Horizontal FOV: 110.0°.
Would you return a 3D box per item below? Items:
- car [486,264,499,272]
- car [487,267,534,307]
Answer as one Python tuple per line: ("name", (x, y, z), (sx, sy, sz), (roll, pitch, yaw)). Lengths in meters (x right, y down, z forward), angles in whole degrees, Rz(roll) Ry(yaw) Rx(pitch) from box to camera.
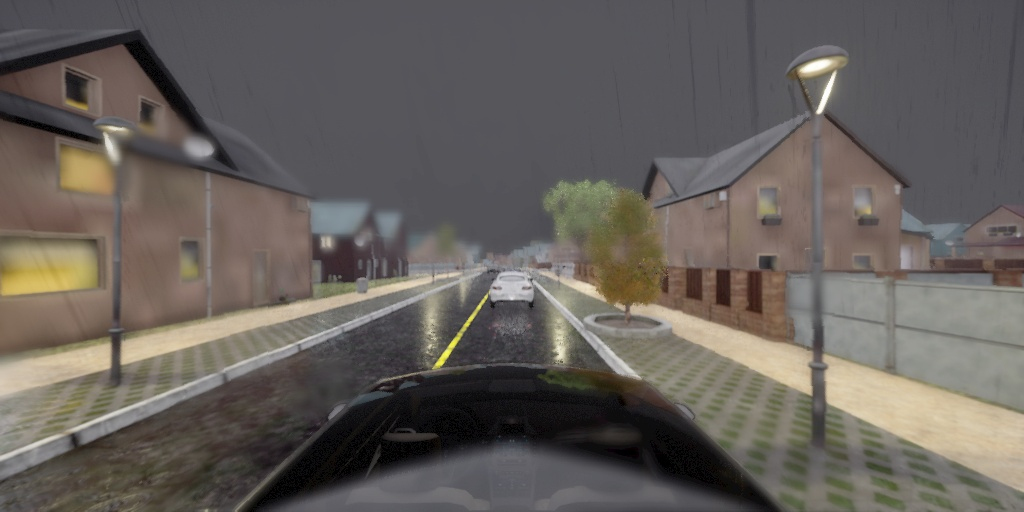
("car", (-2.744, 1.921, 53.731), (1.837, 1.490, 4.892), (0, -1, 0))
("car", (0.008, 1.425, 16.237), (1.812, 1.442, 4.674), (0, 0, 0))
